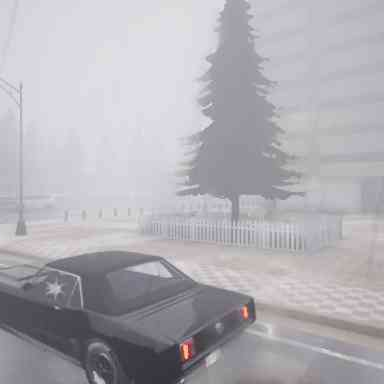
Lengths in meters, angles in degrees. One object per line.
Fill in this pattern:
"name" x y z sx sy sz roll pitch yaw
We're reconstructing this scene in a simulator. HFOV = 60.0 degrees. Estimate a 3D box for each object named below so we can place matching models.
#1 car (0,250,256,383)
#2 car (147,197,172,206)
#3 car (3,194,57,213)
"car" -1.551 1.601 5.115 4.718 1.301 1.895 0 0 36
"car" -5.299 1.477 54.981 1.882 1.535 5.008 0 0 36
"car" -18.046 1.221 37.353 2.150 2.045 5.566 0 0 36
